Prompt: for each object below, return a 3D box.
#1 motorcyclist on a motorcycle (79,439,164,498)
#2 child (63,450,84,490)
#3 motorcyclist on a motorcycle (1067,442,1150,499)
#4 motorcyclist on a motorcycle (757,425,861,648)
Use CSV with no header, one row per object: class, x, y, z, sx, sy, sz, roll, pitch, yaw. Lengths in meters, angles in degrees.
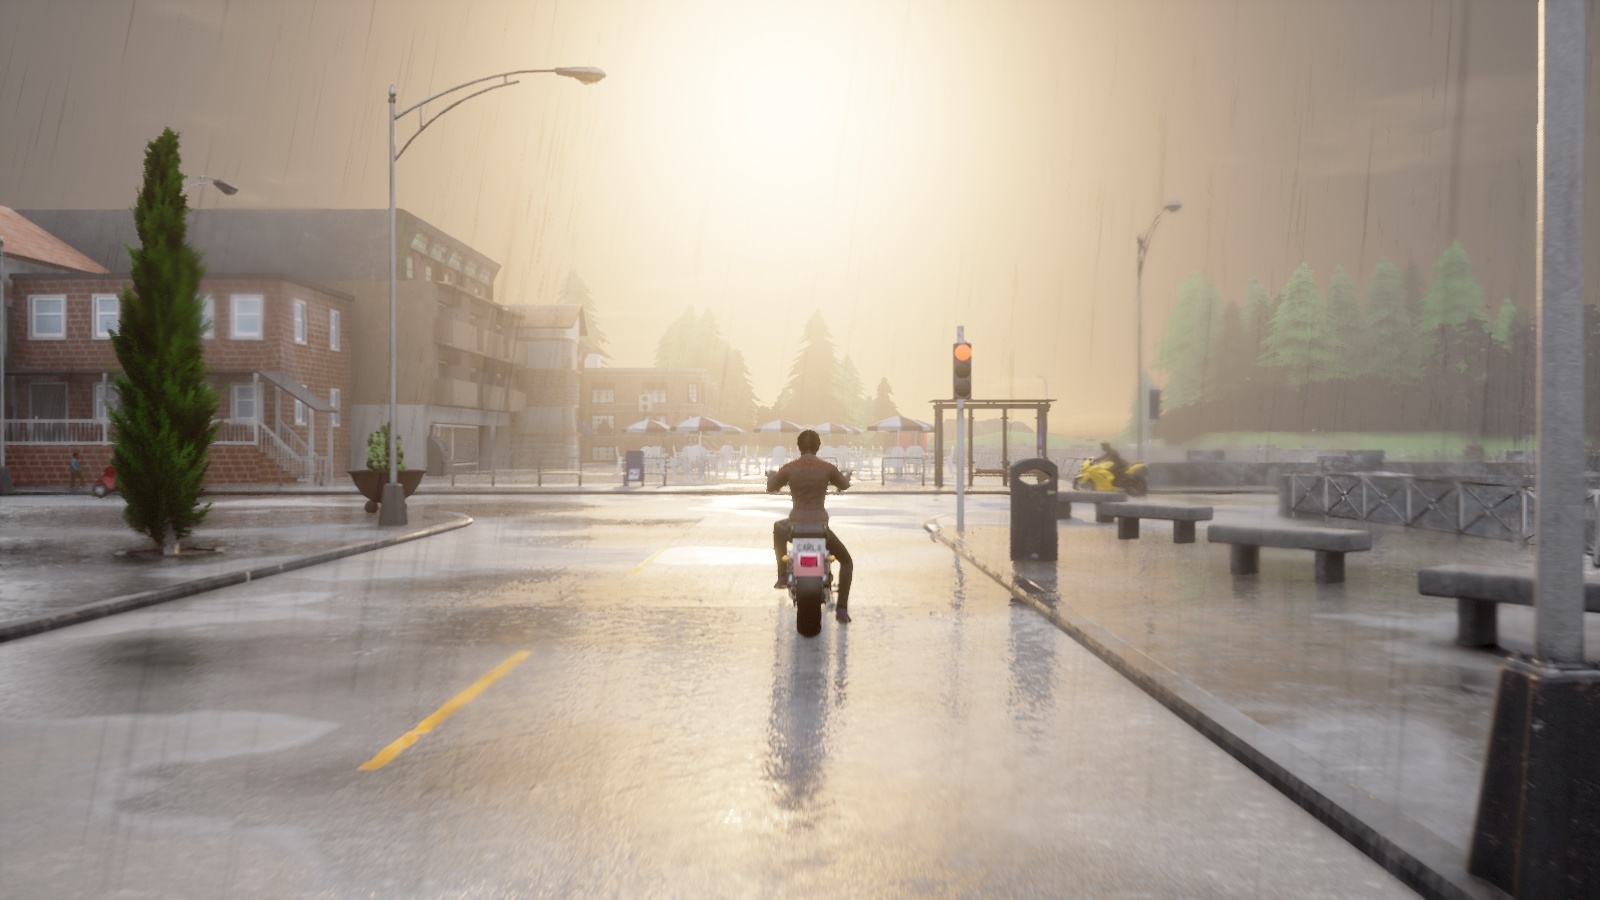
motorcyclist on a motorcycle,-18.368,0.493,34.020,1.817,1.590,0.866,0,0,1
child,-22.169,0.603,38.323,0.448,1.192,0.343,0,0,-5
motorcyclist on a motorcycle,8.311,0.544,33.887,2.044,1.523,0.797,0,0,0
motorcyclist on a motorcycle,0.073,0.638,10.454,0.766,1.649,2.350,0,0,0
